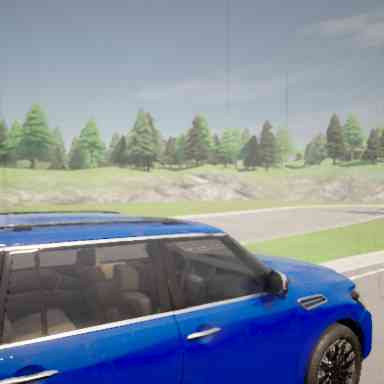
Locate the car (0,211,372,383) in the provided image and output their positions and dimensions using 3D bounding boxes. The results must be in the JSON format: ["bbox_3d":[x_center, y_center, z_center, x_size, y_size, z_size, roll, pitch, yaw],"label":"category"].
[{"bbox_3d":[-0.591,1.210,3.173,5.566,2.045,2.150,0,0,-35],"label":"car"}]
